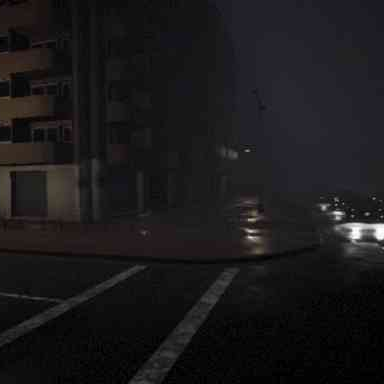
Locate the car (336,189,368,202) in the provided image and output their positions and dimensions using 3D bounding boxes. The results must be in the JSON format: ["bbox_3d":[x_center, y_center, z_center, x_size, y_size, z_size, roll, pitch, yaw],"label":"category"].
[{"bbox_3d":[19.359,0.375,40.495,1.837,1.490,4.892,0,1,5],"label":"car"}]

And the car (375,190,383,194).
[{"bbox_3d":[17.023,0.655,29.513,1.812,1.442,4.674,0,1,18],"label":"car"}]

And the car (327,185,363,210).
[{"bbox_3d":[12.885,0.557,28.095,2.097,1.767,4.553,0,1,19],"label":"car"}]

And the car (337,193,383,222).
[{"bbox_3d":[10.194,0.971,20.027,1.994,1.385,4.181,0,1,19],"label":"car"}]

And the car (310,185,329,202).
[{"bbox_3d":[15.796,0.143,39.988,2.150,2.045,5.566,0,1,6],"label":"car"}]

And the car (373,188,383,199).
[{"bbox_3d":[26.473,0.231,44.470,1.812,1.442,4.674,0,1,-1],"label":"car"}]
